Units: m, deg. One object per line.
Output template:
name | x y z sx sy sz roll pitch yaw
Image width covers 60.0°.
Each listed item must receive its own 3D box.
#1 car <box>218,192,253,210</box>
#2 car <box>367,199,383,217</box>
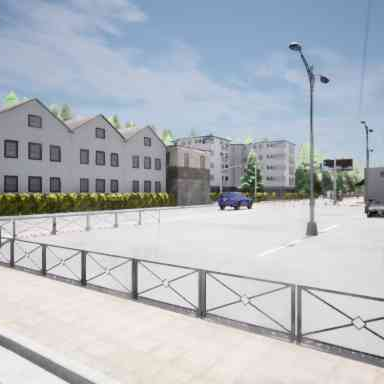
car | 5.134 1.030 38.866 2.150 2.045 5.566 0 0 35
car | 15.399 1.298 26.827 2.007 1.523 4.514 0 0 35
